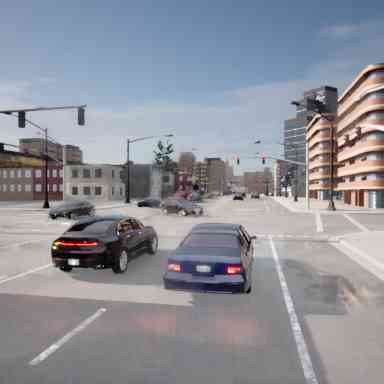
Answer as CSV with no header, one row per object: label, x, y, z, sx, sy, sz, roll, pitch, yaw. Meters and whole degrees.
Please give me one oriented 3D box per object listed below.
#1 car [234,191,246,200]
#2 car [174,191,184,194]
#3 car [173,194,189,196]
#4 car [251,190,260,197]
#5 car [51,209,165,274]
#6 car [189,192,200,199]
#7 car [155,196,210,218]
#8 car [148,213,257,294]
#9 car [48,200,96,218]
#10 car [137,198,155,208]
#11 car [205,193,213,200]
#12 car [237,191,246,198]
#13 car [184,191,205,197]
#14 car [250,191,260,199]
car,9.926,1.018,70.909,1.994,1.385,4.181,0,1,11
car,-2.117,0.836,64.508,2.150,2.045,5.566,0,1,12
car,-2.145,1.388,46.493,1.837,1.490,4.892,0,1,11
car,16.337,0.464,85.645,2.097,1.767,4.553,0,1,11
car,-2.511,1.505,10.700,1.837,1.490,4.892,0,0,11
car,0.619,0.880,78.250,1.812,1.442,4.674,0,1,11
car,-0.982,1.459,30.216,2.128,1.511,4.902,-1,1,-36
car,0.707,1.547,8.957,2.033,1.411,5.357,0,0,11
car,-9.874,1.483,27.740,1.837,1.490,4.892,-1,0,13
car,-5.915,1.507,45.466,1.895,1.301,4.718,0,1,11
car,3.567,0.931,75.093,2.128,1.511,4.902,0,1,11
car,12.981,0.552,86.719,2.097,1.767,4.553,0,1,11
car,0.515,1.036,59.920,2.097,1.767,4.553,0,1,12
car,14.335,0.881,75.441,2.128,1.511,4.902,0,1,11
